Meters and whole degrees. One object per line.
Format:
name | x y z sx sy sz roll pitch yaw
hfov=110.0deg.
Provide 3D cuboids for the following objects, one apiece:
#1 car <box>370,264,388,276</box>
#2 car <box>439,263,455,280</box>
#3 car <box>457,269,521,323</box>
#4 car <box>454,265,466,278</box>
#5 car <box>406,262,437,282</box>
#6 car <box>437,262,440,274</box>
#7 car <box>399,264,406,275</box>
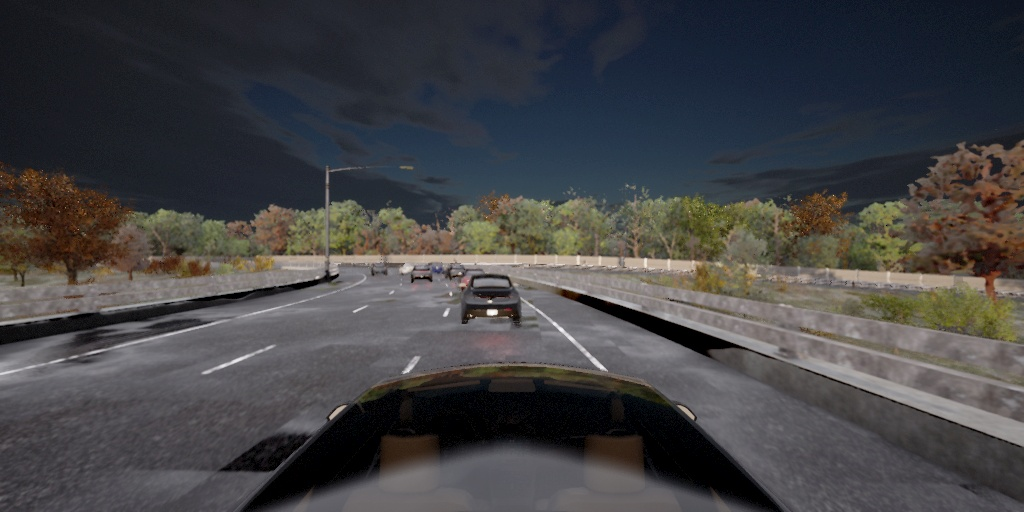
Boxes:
car | -17.114 1.711 46.018 2.128 1.511 4.902 0 -1 -24
car | -5.737 1.601 36.190 2.128 1.511 4.902 0 -1 -18
car | -0.799 1.370 12.637 1.837 1.490 4.892 0 0 -6
car | -2.555 1.545 23.810 1.994 1.385 4.181 0 -1 -11
car | -8.498 1.576 33.365 2.128 1.511 4.902 0 0 -17
car | -10.541 1.596 48.426 2.097 1.767 4.553 0 0 -24
car | -13.628 1.753 46.834 1.812 1.442 4.674 0 -1 -23
